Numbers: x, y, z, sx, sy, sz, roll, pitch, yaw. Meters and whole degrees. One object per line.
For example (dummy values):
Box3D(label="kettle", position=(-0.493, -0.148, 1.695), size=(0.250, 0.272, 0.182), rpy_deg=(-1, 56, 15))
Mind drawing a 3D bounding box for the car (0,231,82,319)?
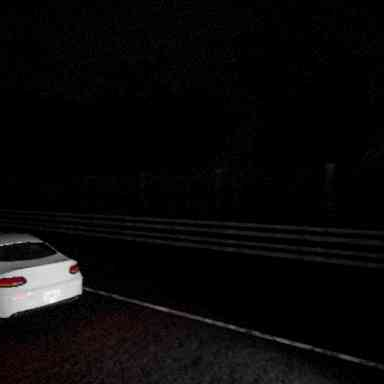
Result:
Box3D(label="car", position=(-4.193, 1.545, 6.860), size=(4.674, 1.442, 1.812), rpy_deg=(0, 0, 36))
